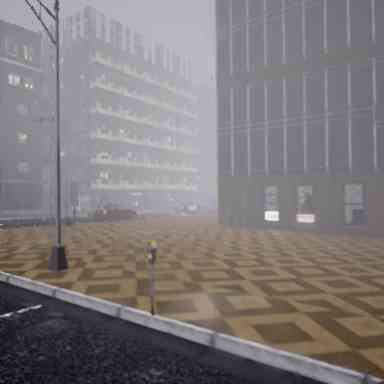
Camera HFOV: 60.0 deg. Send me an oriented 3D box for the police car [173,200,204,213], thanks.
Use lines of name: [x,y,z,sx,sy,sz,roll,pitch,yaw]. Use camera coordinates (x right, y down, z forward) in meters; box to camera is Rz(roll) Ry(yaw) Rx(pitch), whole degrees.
police car: [-0.853,2.227,48.416,2.038,1.542,4.974,-1,-1,35]

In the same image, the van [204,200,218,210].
van: [2.570,2.249,57.948,1.690,1.788,3.998,-2,-2,35]

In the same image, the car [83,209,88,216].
car: [-10.504,2.078,39.305,1.752,1.417,4.829,-2,-2,35]

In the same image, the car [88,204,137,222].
car: [-6.845,1.807,30.051,1.967,1.590,4.097,-2,-2,35]

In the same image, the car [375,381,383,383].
car: [2.753,1.540,0.920,4.507,1.381,1.887,0,-1,35]
